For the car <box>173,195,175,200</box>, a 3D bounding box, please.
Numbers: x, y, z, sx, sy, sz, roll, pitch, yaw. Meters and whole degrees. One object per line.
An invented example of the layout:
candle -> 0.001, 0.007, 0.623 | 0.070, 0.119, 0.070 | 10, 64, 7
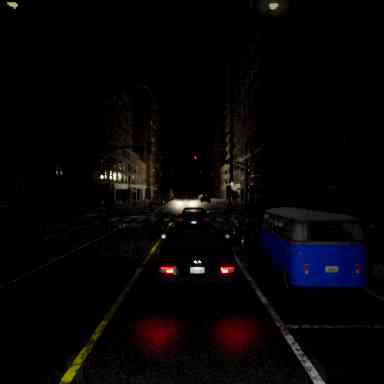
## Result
car -> -5.704, 1.512, 79.530 | 2.008, 1.369, 4.403 | 0, 0, 0

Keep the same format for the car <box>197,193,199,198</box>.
car -> 2.821, 1.512, 79.565 | 2.008, 1.369, 4.403 | 0, 0, 0

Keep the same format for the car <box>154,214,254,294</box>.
car -> 0.097, 1.545, 8.900 | 2.033, 1.411, 5.357 | 0, 0, 0

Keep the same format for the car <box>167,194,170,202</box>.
car -> -5.697, 1.506, 63.178 | 1.887, 1.381, 4.507 | 0, 0, 0

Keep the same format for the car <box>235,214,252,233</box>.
car -> 2.850, 1.561, 14.292 | 1.947, 1.339, 4.313 | 0, 0, 0

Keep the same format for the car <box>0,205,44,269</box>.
car -> -5.673, 1.313, 8.588 | 2.192, 1.841, 5.009 | 0, 0, 0

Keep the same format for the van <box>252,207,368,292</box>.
van -> 2.852, 1.339, 8.631 | 1.690, 1.788, 3.998 | 0, 0, 0

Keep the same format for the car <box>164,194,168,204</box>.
car -> -5.694, 1.514, 57.727 | 2.008, 1.369, 4.403 | 0, 0, 0

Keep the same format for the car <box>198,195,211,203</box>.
car -> 2.825, 1.401, 68.668 | 1.967, 1.590, 4.097 | 0, 0, 0

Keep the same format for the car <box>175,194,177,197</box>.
car -> -5.707, 1.278, 84.981 | 2.192, 1.841, 5.009 | 0, 0, 0

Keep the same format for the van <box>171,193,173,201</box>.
van -> -5.702, 1.302, 74.079 | 1.690, 1.788, 3.998 | 0, 0, 0

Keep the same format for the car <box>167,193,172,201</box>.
car -> -5.699, 1.505, 68.629 | 1.887, 1.381, 4.507 | 0, 0, 0

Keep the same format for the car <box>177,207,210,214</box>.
car -> 0.093, 1.556, 19.220 | 1.994, 1.385, 4.181 | 0, 0, 0

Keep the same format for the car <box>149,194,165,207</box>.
car -> -5.692, 1.491, 52.106 | 1.752, 1.417, 4.829 | 0, 0, 0
